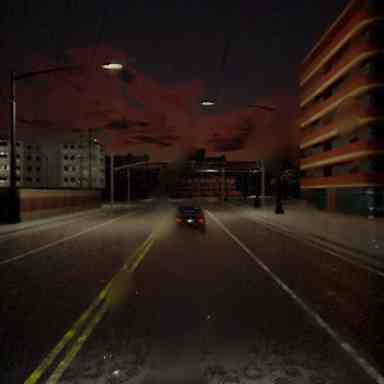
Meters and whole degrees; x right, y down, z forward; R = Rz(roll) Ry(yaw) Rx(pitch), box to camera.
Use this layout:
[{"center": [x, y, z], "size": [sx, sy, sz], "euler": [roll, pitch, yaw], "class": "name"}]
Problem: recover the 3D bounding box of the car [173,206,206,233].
[{"center": [-0.140, 1.556, 19.920], "size": [2.033, 1.411, 5.357], "euler": [0, 0, 0], "class": "car"}]
